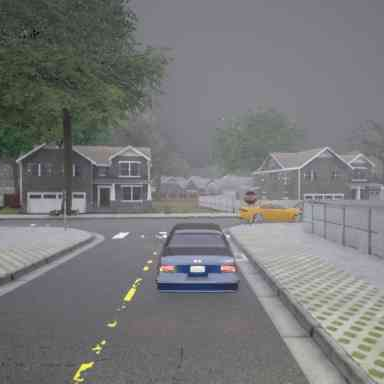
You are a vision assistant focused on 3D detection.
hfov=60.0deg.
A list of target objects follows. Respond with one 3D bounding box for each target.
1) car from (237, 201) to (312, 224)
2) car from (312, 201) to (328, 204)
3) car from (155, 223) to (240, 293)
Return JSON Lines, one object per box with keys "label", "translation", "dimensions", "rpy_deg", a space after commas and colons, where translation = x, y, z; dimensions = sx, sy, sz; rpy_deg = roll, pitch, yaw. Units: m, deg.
{"label": "car", "translation": [5.822, 1.494, 24.348], "dimensions": [5.008, 1.535, 1.882], "rpy_deg": [0, 0, -12]}
{"label": "car", "translation": [9.941, 1.543, 28.263], "dimensions": [4.892, 1.490, 1.837], "rpy_deg": [0, 0, -12]}
{"label": "car", "translation": [0.122, 1.547, 8.982], "dimensions": [2.033, 1.411, 5.357], "rpy_deg": [0, 0, 0]}
